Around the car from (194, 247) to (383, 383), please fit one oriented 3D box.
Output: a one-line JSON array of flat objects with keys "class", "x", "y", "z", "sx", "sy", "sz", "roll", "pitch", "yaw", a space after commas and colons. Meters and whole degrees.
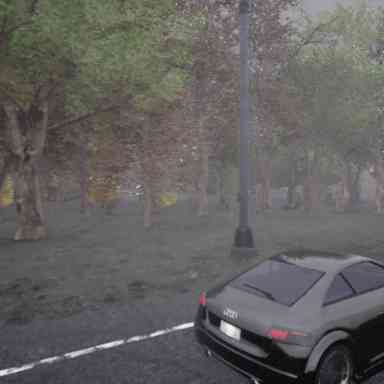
[{"class": "car", "x": 2.102, "y": 1.562, "z": 4.976, "sx": 4.181, "sy": 1.385, "sz": 1.994, "roll": 0, "pitch": 0, "yaw": -34}]
